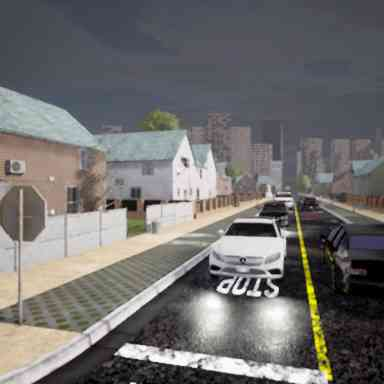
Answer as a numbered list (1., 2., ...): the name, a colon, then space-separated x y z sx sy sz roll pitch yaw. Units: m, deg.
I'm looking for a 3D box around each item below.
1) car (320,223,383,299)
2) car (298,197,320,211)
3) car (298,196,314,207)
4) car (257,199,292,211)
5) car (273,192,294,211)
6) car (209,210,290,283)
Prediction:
1. car: 4.363 1.502 8.341 2.033 1.411 5.357 0 0 17
2. car: 13.180 1.330 37.293 1.837 1.490 4.892 0 0 16
3. car: 16.051 1.347 47.044 1.994 1.385 4.181 0 0 17
4. car: 5.350 1.417 21.472 1.837 1.490 4.892 0 0 17
5. car: 10.972 1.055 39.849 2.150 2.045 5.566 0 0 17
6. car: 1.838 1.491 9.849 1.812 1.442 4.674 0 0 17
